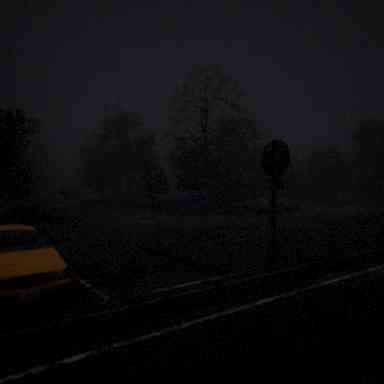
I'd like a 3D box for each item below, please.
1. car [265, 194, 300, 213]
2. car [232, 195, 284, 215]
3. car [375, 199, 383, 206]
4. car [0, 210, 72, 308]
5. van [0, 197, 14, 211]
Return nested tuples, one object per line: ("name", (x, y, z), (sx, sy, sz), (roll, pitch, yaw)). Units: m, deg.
("car", (8.263, 1.123, 32.477), (2.185, 1.767, 4.553), (0, 0, -36))
("car", (5.720, 1.298, 30.584), (2.002, 1.452, 4.674), (0, 0, -36))
("car", (28.132, 1.232, 46.530), (2.002, 1.452, 4.674), (0, 0, -35))
("car", (-4.383, 1.455, 7.957), (1.946, 1.575, 5.366), (-1, 1, -36))
("van", (-11.086, 1.223, 18.332), (1.878, 1.987, 4.442), (-1, 1, -36))
